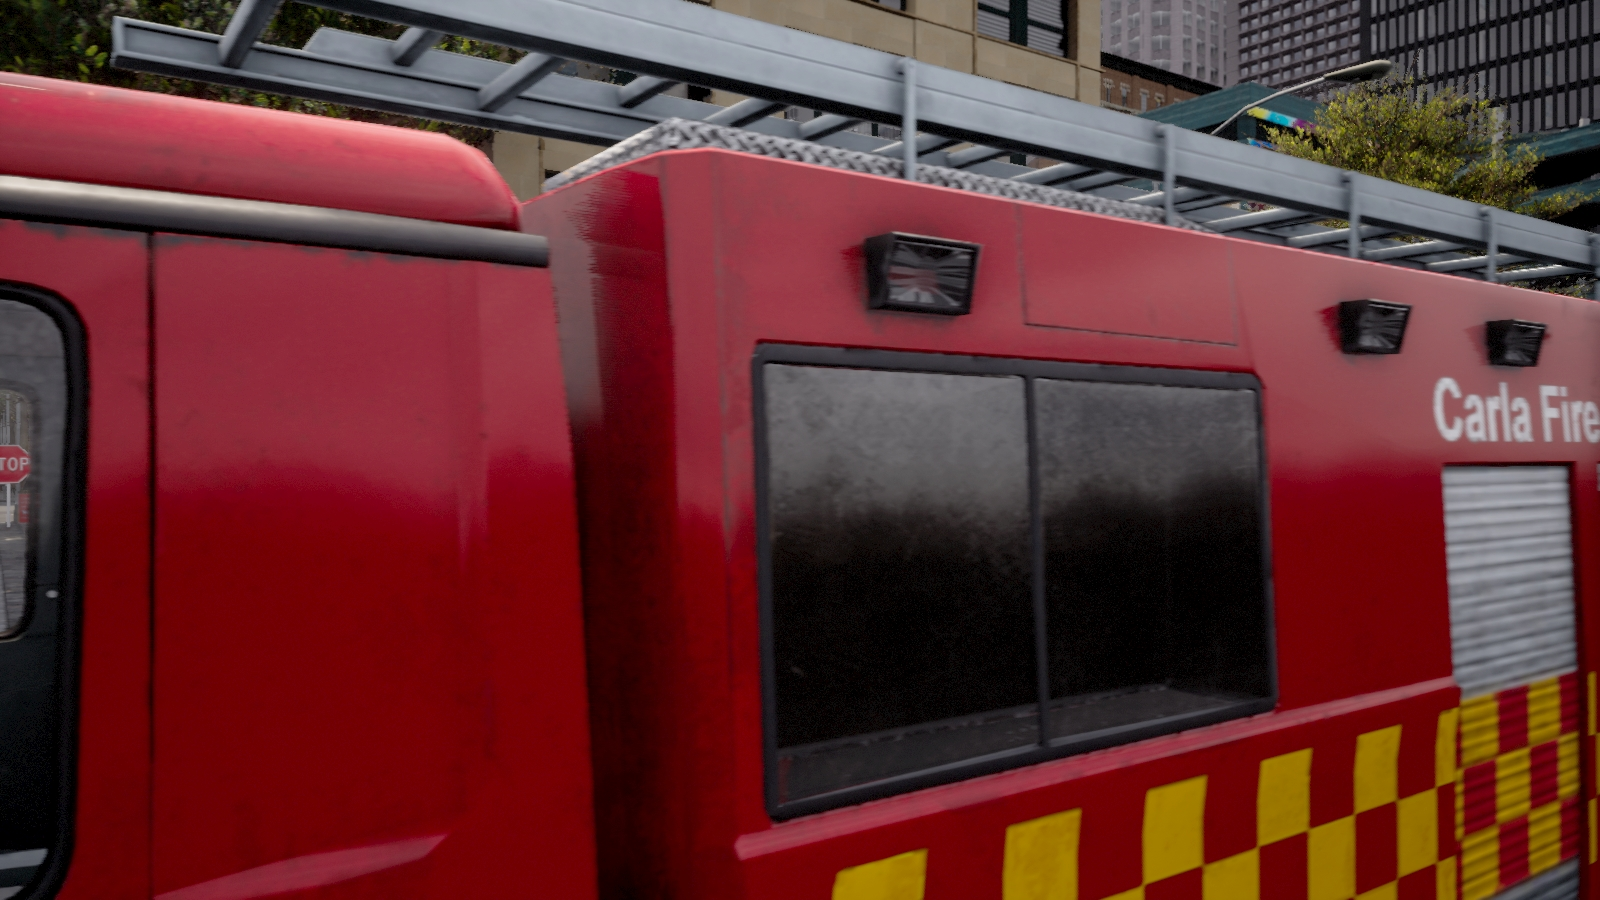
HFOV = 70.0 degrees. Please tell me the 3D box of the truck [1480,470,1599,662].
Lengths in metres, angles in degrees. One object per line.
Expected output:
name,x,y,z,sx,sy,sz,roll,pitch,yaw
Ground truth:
truck,12.586,1.566,16.748,5.204,2.467,2.627,0,0,-35
